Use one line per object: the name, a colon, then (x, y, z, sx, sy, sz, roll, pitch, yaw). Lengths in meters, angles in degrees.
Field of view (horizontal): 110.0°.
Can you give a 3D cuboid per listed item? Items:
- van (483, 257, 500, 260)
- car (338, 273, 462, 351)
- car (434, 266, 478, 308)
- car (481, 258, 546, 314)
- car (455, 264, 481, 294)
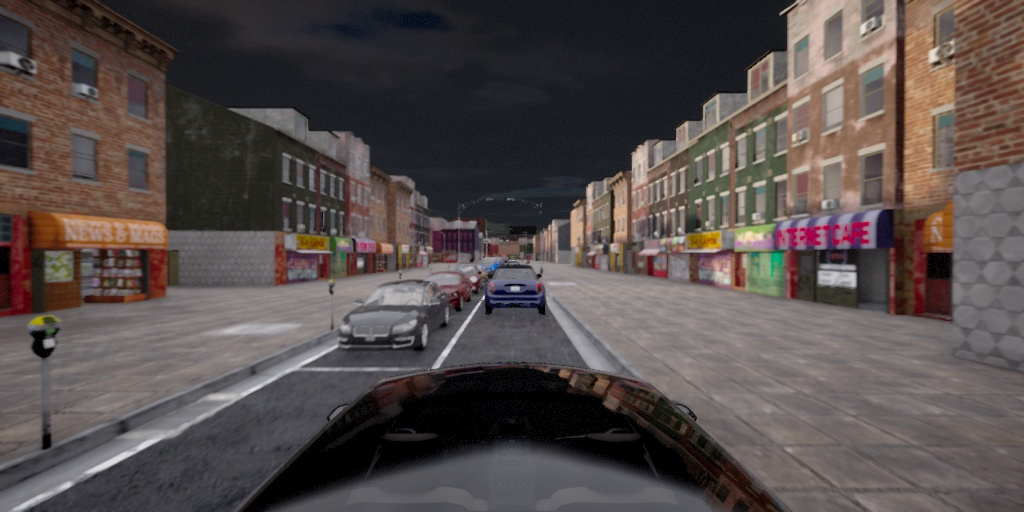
van: (-2.585, 1.084, 41.459, 1.690, 1.789, 3.998, 0, 0, 0)
car: (-2.629, 1.296, 8.856, 2.007, 1.370, 4.403, 0, 0, 0)
car: (-2.622, 1.289, 14.289, 1.888, 1.381, 4.507, 0, 0, 0)
car: (0.112, 1.097, 13.934, 2.097, 1.767, 4.553, 0, 0, 0)
car: (-2.614, 1.182, 19.723, 1.967, 1.591, 4.097, 0, 0, 0)
